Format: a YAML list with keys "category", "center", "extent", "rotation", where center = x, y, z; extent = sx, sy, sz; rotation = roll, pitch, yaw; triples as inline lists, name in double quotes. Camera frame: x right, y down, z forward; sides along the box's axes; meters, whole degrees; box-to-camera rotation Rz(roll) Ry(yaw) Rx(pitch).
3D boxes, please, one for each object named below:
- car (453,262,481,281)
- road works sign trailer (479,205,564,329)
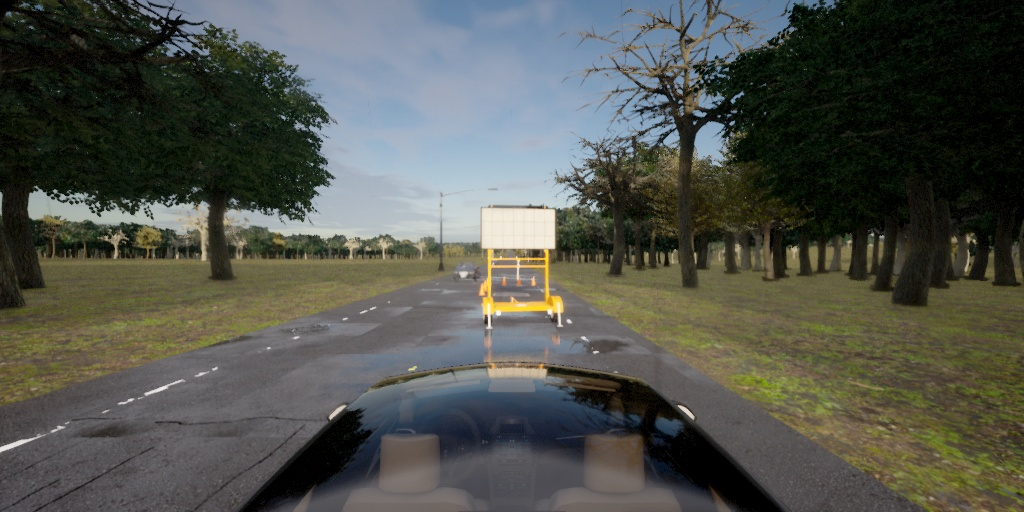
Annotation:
- category: "car"
  center: [-3.642, 1.239, 29.400]
  extent: [2.128, 1.511, 4.902]
  rotation: [0, 0, 0]
- category: "road works sign trailer"
  center: [0.180, 0.209, 11.369]
  extent: [2.380, 3.560, 2.880]
  rotation: [0, 0, -8]
